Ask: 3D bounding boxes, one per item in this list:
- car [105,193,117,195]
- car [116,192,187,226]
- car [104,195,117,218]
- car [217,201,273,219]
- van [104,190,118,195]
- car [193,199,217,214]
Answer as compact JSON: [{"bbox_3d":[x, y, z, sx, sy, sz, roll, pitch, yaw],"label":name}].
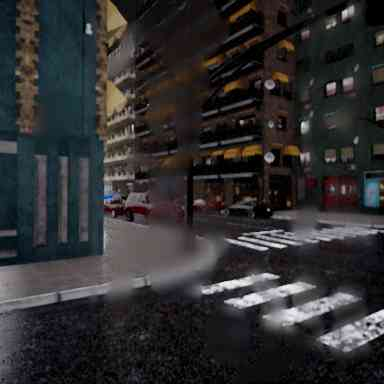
[{"bbox_3d":[-5.841,1.079,29.831,1.837,1.490,4.892,0,1,-36],"label":"car"},{"bbox_3d":[-2.502,1.009,20.815,2.192,1.841,5.009,1,0,-36],"label":"car"},{"bbox_3d":[-5.771,1.158,25.330,1.887,1.381,4.507,1,0,-36],"label":"car"},{"bbox_3d":[4.307,1.308,25.693,1.947,1.339,4.313,1,0,-36],"label":"car"},{"bbox_3d":[-12.005,0.681,48.266,1.690,1.788,3.998,1,0,-36],"label":"van"},{"bbox_3d":[1.043,1.243,30.207,1.802,1.307,4.206,1,0,-36],"label":"car"}]
